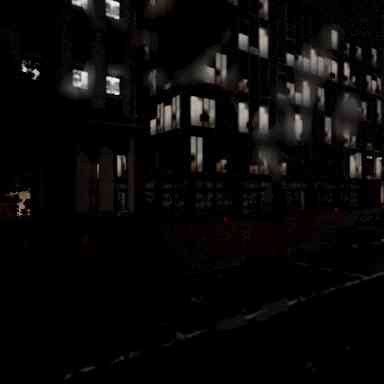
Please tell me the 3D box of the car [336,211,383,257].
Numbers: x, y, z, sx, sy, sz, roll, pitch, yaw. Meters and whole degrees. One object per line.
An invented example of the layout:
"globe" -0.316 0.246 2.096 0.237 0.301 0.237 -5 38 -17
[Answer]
"car" 6.725 1.345 11.340 4.507 1.381 1.887 -1 1 -35

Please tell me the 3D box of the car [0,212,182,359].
"car" -2.488 1.305 4.769 5.009 1.841 2.192 -1 1 -35
